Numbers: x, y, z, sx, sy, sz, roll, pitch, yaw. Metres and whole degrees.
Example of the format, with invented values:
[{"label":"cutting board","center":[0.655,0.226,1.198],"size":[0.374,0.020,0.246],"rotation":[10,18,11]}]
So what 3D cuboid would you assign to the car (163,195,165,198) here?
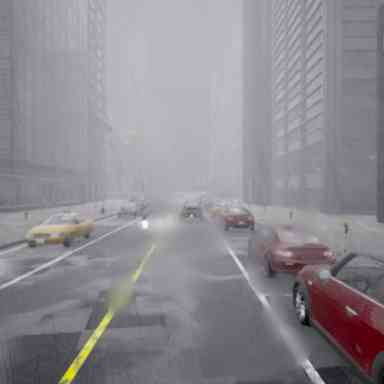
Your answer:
[{"label":"car","center":[-5.857,1.650,53.233],"size":[1.887,1.381,4.507],"rotation":[0,0,0]}]

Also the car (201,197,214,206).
[{"label":"car","center":[2.659,1.664,58.660],"size":[2.008,1.369,4.403],"rotation":[0,0,0]}]

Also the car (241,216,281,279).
[{"label":"car","center":[2.745,1.595,9.835],"size":[1.802,1.307,4.206],"rotation":[0,0,0]}]

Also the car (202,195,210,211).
[{"label":"car","center":[2.687,1.515,42.385],"size":[1.967,1.590,4.097],"rotation":[0,0,0]}]

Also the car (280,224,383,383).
[{"label":"car","center":[2.754,1.445,4.410],"size":[1.967,1.590,4.097],"rotation":[0,0,0]}]

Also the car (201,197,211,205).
[{"label":"car","center":[2.649,1.653,64.255],"size":[1.752,1.417,4.829],"rotation":[0,0,0]}]

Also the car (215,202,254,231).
[{"label":"car","center":[2.725,1.576,20.685],"size":[1.887,1.381,4.507],"rotation":[0,0,0]}]

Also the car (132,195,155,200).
[{"label":"car","center":[-5.829,1.383,36.955],"size":[2.192,1.841,5.009],"rotation":[0,0,0]}]

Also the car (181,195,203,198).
[{"label":"car","center":[-0.004,1.574,44.566],"size":[2.128,1.511,4.902],"rotation":[0,0,0]}]

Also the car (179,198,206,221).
[{"label":"car","center":[0.001,1.552,27.526],"size":[1.837,1.490,4.892],"rotation":[0,0,1]}]

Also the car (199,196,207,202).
[{"label":"car","center":[2.621,1.729,80.361],"size":[1.947,1.339,4.313],"rotation":[0,0,0]}]

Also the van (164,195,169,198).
[{"label":"van","center":[-5.877,1.473,64.085],"size":[1.690,1.788,3.998],"rotation":[0,0,0]}]

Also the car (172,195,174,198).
[{"label":"car","center":[-5.904,1.750,80.364],"size":[1.802,1.307,4.206],"rotation":[0,0,0]}]

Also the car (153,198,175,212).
[{"label":"car","center":[-3.063,1.667,37.101],"size":[1.895,1.301,4.718],"rotation":[0,0,0]}]

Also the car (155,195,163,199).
[{"label":"car","center":[-5.849,1.407,47.807],"size":[2.192,1.841,5.009],"rotation":[0,0,0]}]

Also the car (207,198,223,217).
[{"label":"car","center":[2.706,1.578,31.705],"size":[1.752,1.417,4.829],"rotation":[0,0,0]}]

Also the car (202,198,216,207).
[{"label":"car","center":[2.667,1.645,53.235],"size":[1.887,1.381,4.507],"rotation":[0,0,0]}]

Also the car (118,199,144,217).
[{"label":"car","center":[-5.819,1.639,31.529],"size":[1.802,1.307,4.206],"rotation":[0,0,0]}]

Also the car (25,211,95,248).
[{"label":"car","center":[-5.790,1.552,15.081],"size":[1.752,1.417,4.829],"rotation":[0,0,0]}]

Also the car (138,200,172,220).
[{"label":"car","center":[-3.055,1.614,28.456],"size":[1.994,1.385,4.181],"rotation":[0,0,0]}]

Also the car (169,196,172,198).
[{"label":"car","center":[-5.886,1.585,69.511],"size":[1.967,1.590,4.097],"rotation":[0,0,0]}]
